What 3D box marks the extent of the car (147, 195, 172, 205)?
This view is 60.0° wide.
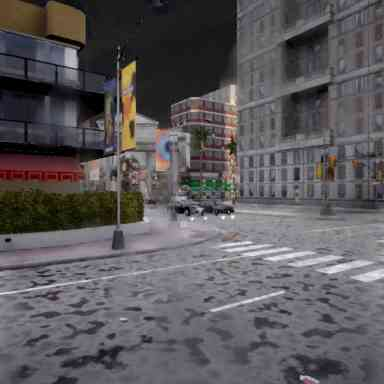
[{"bbox_3d":[-6.270,1.505,59.585,1.837,1.490,4.892,0,0,-44],"label":"car"}]

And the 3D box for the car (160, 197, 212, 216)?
[{"bbox_3d":[-0.657,1.491,32.176,2.128,1.511,4.902,0,0,-35],"label":"car"}]

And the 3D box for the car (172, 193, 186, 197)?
[{"bbox_3d":[-2.557,1.221,62.268,2.150,2.045,5.566,0,0,-15],"label":"car"}]

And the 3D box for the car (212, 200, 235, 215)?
[{"bbox_3d":[2.028,1.547,34.440,2.033,1.411,5.357,0,0,-35],"label":"car"}]
